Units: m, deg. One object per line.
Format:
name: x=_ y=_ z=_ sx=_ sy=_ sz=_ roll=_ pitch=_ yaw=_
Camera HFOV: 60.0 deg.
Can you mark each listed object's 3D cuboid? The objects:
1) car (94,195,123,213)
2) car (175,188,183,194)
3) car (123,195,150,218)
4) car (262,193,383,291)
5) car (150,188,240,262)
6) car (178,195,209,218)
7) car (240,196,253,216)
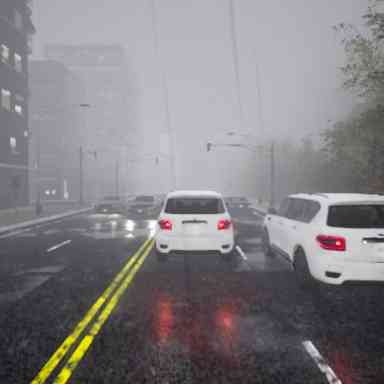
car: x=-6.529 y=0.919 z=27.603 sx=2.033 sy=1.411 sz=5.357 roll=0 pitch=1 yaw=0
car: x=-3.263 y=-0.245 z=82.498 sx=1.895 sy=1.301 sz=4.718 roll=0 pitch=1 yaw=0
car: x=-3.313 y=0.966 z=23.709 sx=1.837 sy=1.490 sz=4.892 roll=0 pitch=1 yaw=0
car: x=3.348 y=1.024 z=8.569 sx=2.150 sy=2.045 sz=5.566 roll=0 pitch=2 yaw=0
car: x=0.095 y=0.962 z=11.201 sx=2.150 sy=2.045 sz=5.566 roll=0 pitch=1 yaw=1
car: x=0.097 y=0.977 z=24.996 sx=2.033 sy=1.411 sz=5.357 roll=0 pitch=1 yaw=0
car: x=3.347 y=0.973 z=25.197 sx=2.033 sy=1.411 sz=5.357 roll=0 pitch=1 yaw=0
